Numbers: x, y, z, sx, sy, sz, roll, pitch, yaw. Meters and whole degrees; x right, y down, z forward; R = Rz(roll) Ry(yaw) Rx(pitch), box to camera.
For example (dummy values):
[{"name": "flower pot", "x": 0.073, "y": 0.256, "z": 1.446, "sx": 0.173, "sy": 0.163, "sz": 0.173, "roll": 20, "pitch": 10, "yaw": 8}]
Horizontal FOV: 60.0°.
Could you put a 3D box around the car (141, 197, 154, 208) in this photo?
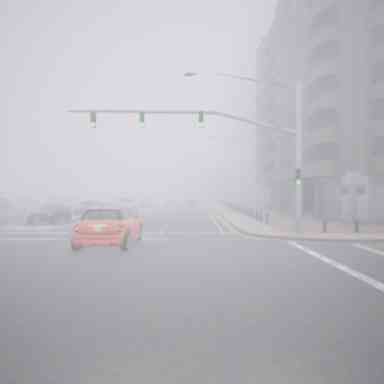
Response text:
[{"name": "car", "x": -7.035, "y": 1.553, "z": 50.874, "sx": 1.882, "sy": 1.535, "sz": 5.008, "roll": 0, "pitch": 0, "yaw": 0}]

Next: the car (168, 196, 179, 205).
[{"name": "car", "x": -3.494, "y": 1.623, "z": 64.462, "sx": 1.812, "sy": 1.442, "sz": 4.674, "roll": 0, "pitch": 0, "yaw": 0}]

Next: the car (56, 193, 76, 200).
[{"name": "car", "x": -24.542, "y": 1.219, "z": 65.841, "sx": 1.932, "sy": 1.855, "sz": 4.605, "roll": 0, "pitch": 0, "yaw": 0}]

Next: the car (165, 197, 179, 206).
[{"name": "car", "x": -3.495, "y": 1.651, "z": 55.750, "sx": 1.994, "sy": 1.385, "sz": 4.181, "roll": 0, "pitch": 0, "yaw": 0}]

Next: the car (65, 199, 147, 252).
[{"name": "car", "x": -3.397, "y": 1.366, "z": 14.112, "sx": 2.097, "sy": 1.767, "sz": 4.553, "roll": 0, "pitch": 0, "yaw": 0}]

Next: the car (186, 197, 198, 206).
[{"name": "car", "x": 0.005, "y": 1.693, "z": 55.778, "sx": 1.895, "sy": 1.301, "sz": 4.718, "roll": 0, "pitch": 0, "yaw": 0}]

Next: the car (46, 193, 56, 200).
[{"name": "car", "x": -27.436, "y": 1.217, "z": 65.906, "sx": 1.905, "sy": 1.878, "sz": 3.866, "roll": 0, "pitch": 0, "yaw": 0}]

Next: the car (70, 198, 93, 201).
[{"name": "car", "x": -10.585, "y": 1.554, "z": 34.224, "sx": 1.837, "sy": 1.490, "sz": 4.892, "roll": 0, "pitch": 1, "yaw": 0}]

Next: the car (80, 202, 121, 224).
[{"name": "car", "x": -7.081, "y": 1.574, "z": 26.349, "sx": 1.812, "sy": 1.442, "sz": 4.674, "roll": 0, "pitch": 0, "yaw": 2}]

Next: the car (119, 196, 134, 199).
[{"name": "car", "x": -7.083, "y": 1.411, "z": 35.354, "sx": 2.097, "sy": 1.767, "sz": 4.553, "roll": 0, "pitch": 0, "yaw": 0}]

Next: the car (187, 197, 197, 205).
[{"name": "car", "x": 0.006, "y": 1.667, "z": 64.461, "sx": 1.994, "sy": 1.385, "sz": 4.181, "roll": 0, "pitch": 0, "yaw": 0}]

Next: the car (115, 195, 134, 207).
[{"name": "car", "x": -10.528, "y": 1.423, "z": 52.094, "sx": 2.097, "sy": 1.767, "sz": 4.553, "roll": 0, "pitch": 0, "yaw": 1}]

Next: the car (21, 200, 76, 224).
[{"name": "car", "x": -10.586, "y": 1.567, "z": 25.034, "sx": 1.812, "sy": 1.442, "sz": 4.674, "roll": 0, "pitch": 0, "yaw": 0}]
